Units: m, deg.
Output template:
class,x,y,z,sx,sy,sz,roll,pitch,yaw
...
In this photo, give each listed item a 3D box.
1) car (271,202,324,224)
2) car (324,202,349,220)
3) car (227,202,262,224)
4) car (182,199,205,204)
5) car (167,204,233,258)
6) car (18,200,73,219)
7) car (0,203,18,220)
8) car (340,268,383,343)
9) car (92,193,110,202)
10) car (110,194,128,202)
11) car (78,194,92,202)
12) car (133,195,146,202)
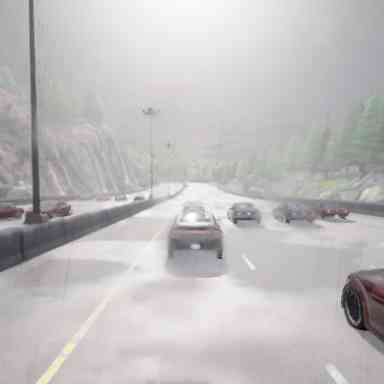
class,x,y,z,sx,sy,sz,roll,pitch,yaw
car,7.118,1.419,23.626,2.033,1.411,5.357,0,0,0
car,10.622,1.457,26.618,1.895,1.301,4.718,0,0,0
car,3.618,1.418,23.597,2.033,1.411,5.357,0,0,0
car,0.124,1.368,28.778,1.812,1.442,4.674,0,0,0
car,0.107,1.423,12.425,2.128,1.511,4.902,0,0,0
car,-10.575,1.339,24.864,1.882,1.535,5.008,0,0,0
car,-14.078,1.467,23.959,1.895,1.301,4.718,0,0,0
car,3.584,1.542,4.146,1.994,1.385,4.181,0,0,0
car,-17.441,0.988,65.387,2.097,1.767,4.553,0,0,0
car,-13.943,1.142,65.439,2.128,1.511,4.902,0,0,0
car,-20.939,1.158,65.857,1.812,1.442,4.674,0,0,0
car,-10.441,1.265,66.104,1.895,1.301,4.718,0,0,0
